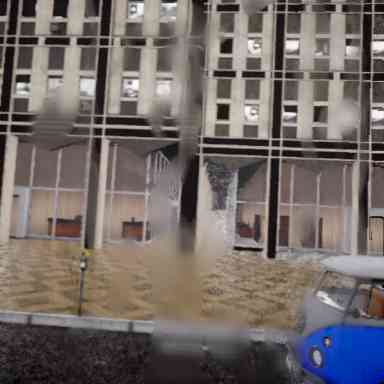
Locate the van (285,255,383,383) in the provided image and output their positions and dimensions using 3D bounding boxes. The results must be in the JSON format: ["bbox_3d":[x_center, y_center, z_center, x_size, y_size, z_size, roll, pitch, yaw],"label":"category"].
[{"bbox_3d":[3.368,1.787,4.173,3.998,1.788,1.690,2,-3,5],"label":"van"}]
